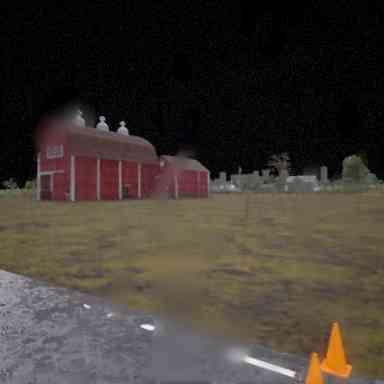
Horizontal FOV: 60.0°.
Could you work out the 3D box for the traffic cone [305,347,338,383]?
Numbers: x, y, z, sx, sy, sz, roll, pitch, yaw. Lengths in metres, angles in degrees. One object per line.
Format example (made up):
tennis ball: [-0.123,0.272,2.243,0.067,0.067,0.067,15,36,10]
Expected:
traffic cone: [1.273,1.974,3.462,0.340,0.580,0.340,1,0,35]

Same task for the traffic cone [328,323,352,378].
traffic cone: [1.843,1.980,4.280,0.340,0.580,0.340,1,0,35]
